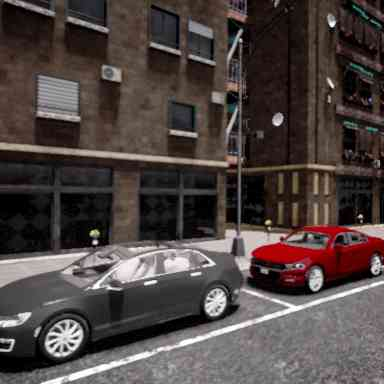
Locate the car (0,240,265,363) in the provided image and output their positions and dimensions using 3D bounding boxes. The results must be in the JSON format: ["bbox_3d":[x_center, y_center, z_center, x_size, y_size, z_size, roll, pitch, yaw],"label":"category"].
[{"bbox_3d":[-1.059,1.576,5.803,4.403,1.369,2.008,1,0,-35],"label":"car"}]

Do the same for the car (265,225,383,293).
[{"bbox_3d":[3.530,1.629,9.076,4.507,1.381,1.887,1,0,-35],"label":"car"}]
